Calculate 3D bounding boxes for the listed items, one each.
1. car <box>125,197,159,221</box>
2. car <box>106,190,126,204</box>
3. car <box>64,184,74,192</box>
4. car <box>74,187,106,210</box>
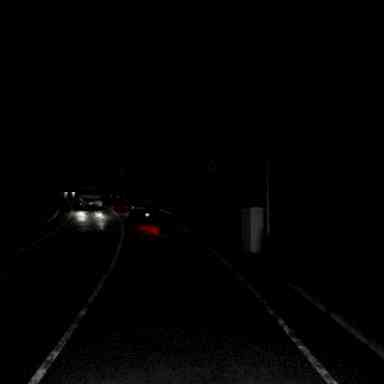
[{"bbox_3d":[-3.640,1.218,24.605,1.837,1.490,4.892,1,1,-16],"label":"car"},{"bbox_3d":[-9.456,0.495,40.928,2.097,1.767,4.553,1,2,-22],"label":"car"},{"bbox_3d":[-26.258,-0.835,71.355,1.837,1.490,4.892,1,2,-23],"label":"car"},{"bbox_3d":[-10.070,0.576,32.628,2.150,2.045,5.566,1,2,-21],"label":"car"}]
